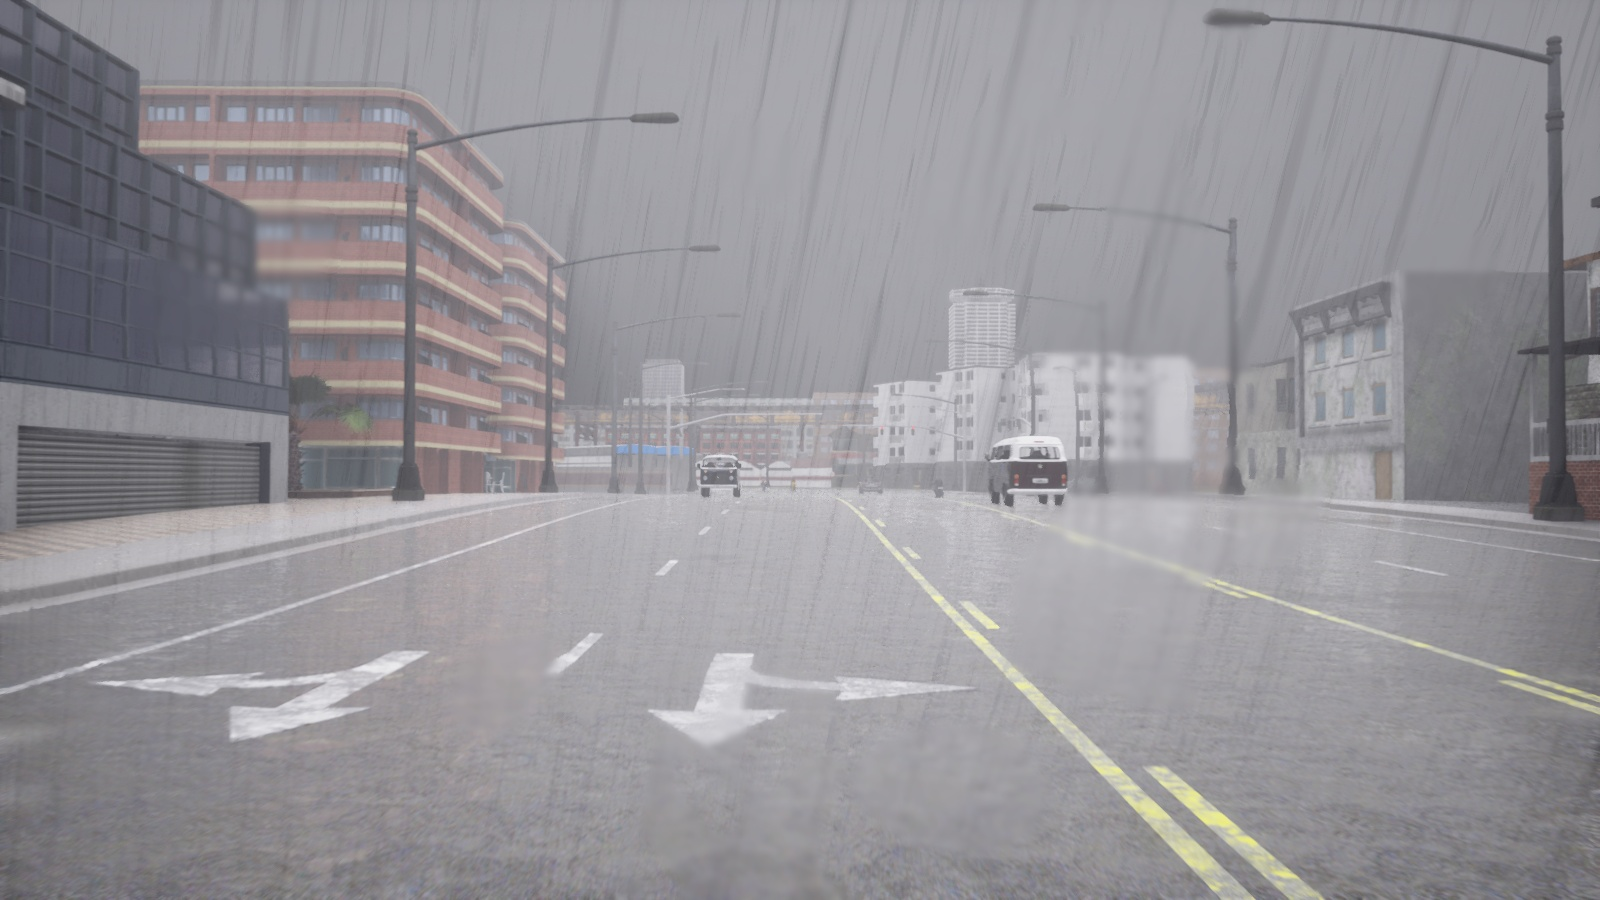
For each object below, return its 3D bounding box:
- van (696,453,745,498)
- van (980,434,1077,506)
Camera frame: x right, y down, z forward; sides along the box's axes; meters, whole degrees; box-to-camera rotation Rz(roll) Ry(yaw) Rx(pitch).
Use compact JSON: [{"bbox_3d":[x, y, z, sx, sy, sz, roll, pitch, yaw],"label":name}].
[{"bbox_3d":[-3.766,1.264,60.113,2.069,2.038,4.480,0,-2,0],"label":"van"},{"bbox_3d":[6.828,0.586,37.990,2.069,2.038,4.480,0,-1,0],"label":"van"}]
